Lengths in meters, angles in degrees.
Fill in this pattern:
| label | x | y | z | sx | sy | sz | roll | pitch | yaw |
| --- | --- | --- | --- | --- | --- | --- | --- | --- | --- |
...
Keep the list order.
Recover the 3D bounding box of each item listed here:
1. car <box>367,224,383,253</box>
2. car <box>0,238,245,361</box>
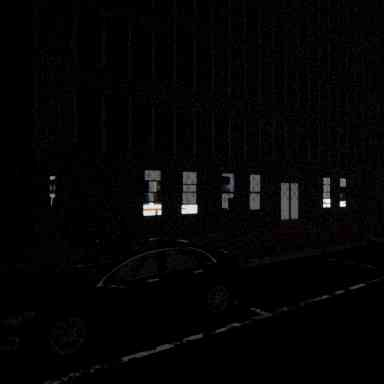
| label | x | y | z | sx | sy | sz | roll | pitch | yaw |
| --- | --- | --- | --- | --- | --- | --- | --- | --- | --- |
| car | 8.246 | 1.581 | 12.451 | 4.206 | 1.307 | 1.802 | 0 | 0 | -36 |
| car | -1.019 | 1.551 | 5.835 | 4.403 | 1.369 | 2.008 | 0 | 0 | -36 |
